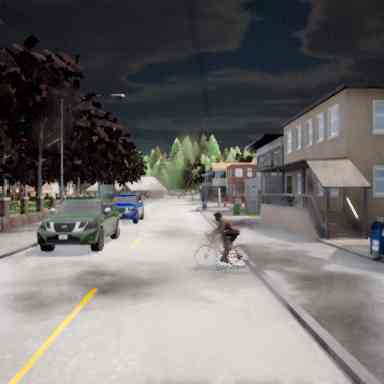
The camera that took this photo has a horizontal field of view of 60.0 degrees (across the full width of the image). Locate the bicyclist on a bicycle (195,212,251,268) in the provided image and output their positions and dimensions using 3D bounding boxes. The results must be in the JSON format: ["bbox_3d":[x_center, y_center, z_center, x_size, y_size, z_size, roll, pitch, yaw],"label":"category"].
[{"bbox_3d":[0.902,1.421,9.684,1.656,1.620,0.582,1,0,-2],"label":"bicyclist on a bicycle"}]

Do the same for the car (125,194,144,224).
[{"bbox_3d":[-4.905,1.216,25.038,2.150,2.045,5.566,0,0,-2],"label":"car"}]

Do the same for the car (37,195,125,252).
[{"bbox_3d":[-4.548,1.219,14.262,2.150,2.045,5.566,0,0,-2],"label":"car"}]
